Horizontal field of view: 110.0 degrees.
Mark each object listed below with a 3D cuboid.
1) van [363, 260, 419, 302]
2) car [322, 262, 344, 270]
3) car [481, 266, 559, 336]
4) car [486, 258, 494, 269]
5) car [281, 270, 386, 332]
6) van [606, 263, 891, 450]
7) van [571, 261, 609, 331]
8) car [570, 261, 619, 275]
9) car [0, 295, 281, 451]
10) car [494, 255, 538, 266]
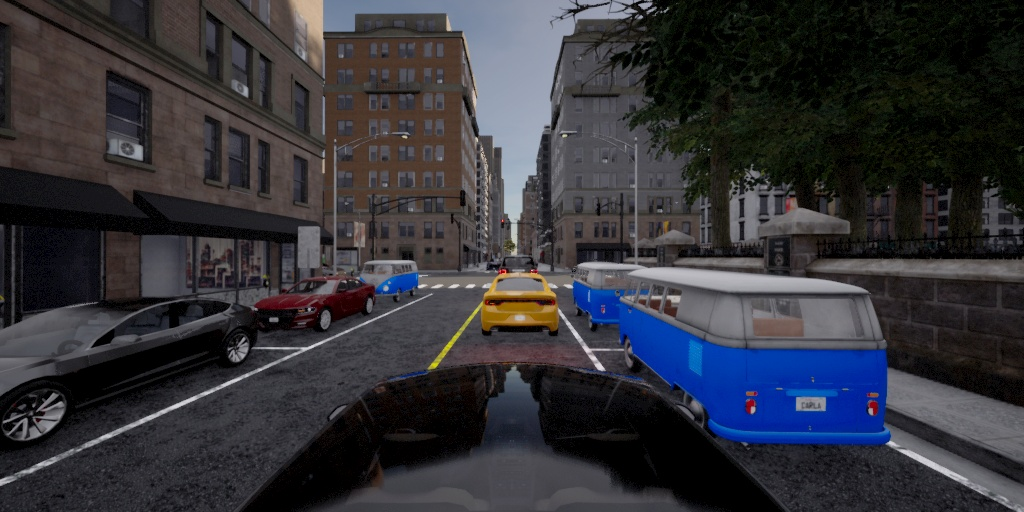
[{"bbox_3d":[-5.580,1.087,16.543,1.690,1.789,3.998,0,0,1],"label":"van"},{"bbox_3d":[-16.200,1.278,28.671,5.357,1.411,2.033,0,0,1],"label":"car"},{"bbox_3d":[0.226,1.226,10.470,1.882,1.535,5.008,0,0,1],"label":"car"},{"bbox_3d":[-2.301,1.083,49.676,2.097,1.767,4.553,0,0,2],"label":"car"},{"bbox_3d":[-5.694,1.293,10.884,1.888,1.381,4.507,0,0,1],"label":"car"},{"bbox_3d":[2.716,1.090,5.066,1.690,1.789,3.998,0,0,1],"label":"van"},{"bbox_3d":[2.830,1.089,10.723,1.690,1.789,3.998,0,0,1],"label":"van"},{"bbox_3d":[8.779,1.252,38.533,4.892,1.490,1.837,0,0,2],"label":"car"},{"bbox_3d":[-5.807,1.315,5.225,1.948,1.339,4.313,0,0,1],"label":"car"},{"bbox_3d":[0.332,0.964,20.426,2.150,2.045,5.566,0,0,0],"label":"car"}]
